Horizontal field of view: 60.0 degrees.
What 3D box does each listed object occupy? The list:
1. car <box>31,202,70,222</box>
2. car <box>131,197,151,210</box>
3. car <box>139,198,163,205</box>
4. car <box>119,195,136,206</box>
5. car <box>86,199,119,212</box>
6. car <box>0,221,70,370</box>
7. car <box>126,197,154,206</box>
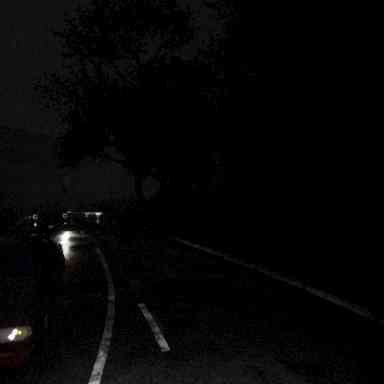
[{"bbox_3d":[-8.984,1.430,21.055,2.097,1.767,4.553,0,0,-24],"label":"car"},{"bbox_3d":[-6.767,1.831,48.608,1.812,1.442,4.674,0,0,15],"label":"car"},{"bbox_3d":[-8.782,1.926,70.889,4.674,1.452,2.002,0,0,15],"label":"car"},{"bbox_3d":[-11.740,1.586,59.981,5.566,2.045,2.435,0,0,15],"label":"car"},{"bbox_3d":[-11.739,1.763,42.755,1.837,1.490,4.892,0,-1,14],"label":"car"},{"bbox_3d":[-3.411,1.553,6.091,2.033,1.411,5.357,0,0,-16],"label":"car"},{"bbox_3d":[-10.251,1.864,65.433,5.008,1.535,2.097,0,0,15],"label":"car"}]
